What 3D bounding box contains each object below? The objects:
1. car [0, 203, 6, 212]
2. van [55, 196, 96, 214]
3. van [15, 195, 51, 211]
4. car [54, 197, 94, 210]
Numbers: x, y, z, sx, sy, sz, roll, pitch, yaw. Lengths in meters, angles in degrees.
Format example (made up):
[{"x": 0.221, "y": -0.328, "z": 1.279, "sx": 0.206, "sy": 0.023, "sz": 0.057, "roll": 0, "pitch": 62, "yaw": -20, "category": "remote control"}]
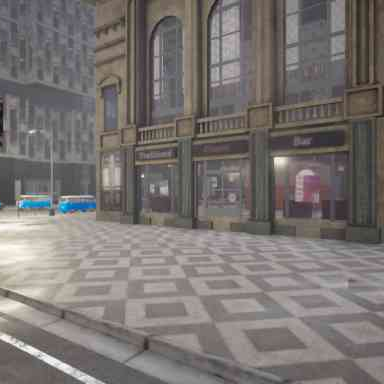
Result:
[{"x": -21.822, "y": 1.513, "z": 34.529, "sx": 2.008, "sy": 1.369, "sz": 4.403, "roll": 0, "pitch": 0, "yaw": 36, "category": "car"}, {"x": -11.619, "y": 1.282, "z": 34.134, "sx": 1.690, "sy": 1.788, "sz": 3.998, "roll": 0, "pitch": 0, "yaw": 36, "category": "van"}, {"x": -18.550, "y": 1.292, "z": 39.097, "sx": 1.690, "sy": 1.788, "sz": 3.998, "roll": 0, "pitch": 0, "yaw": 36, "category": "van"}, {"x": -15.378, "y": 1.466, "z": 43.526, "sx": 1.752, "sy": 1.417, "sz": 4.829, "roll": 0, "pitch": 0, "yaw": 36, "category": "car"}]
